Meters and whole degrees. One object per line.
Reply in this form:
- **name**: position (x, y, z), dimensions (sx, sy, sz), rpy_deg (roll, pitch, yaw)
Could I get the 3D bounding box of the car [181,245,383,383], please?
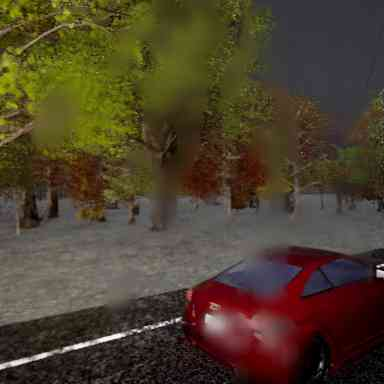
- **car**: position (1.906, 1.562, 5.229), dimensions (4.181, 1.385, 1.994), rpy_deg (0, 0, -35)
